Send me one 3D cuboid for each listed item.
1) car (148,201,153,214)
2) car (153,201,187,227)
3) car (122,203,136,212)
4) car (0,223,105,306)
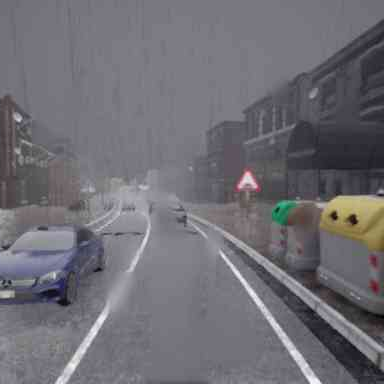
[{"bbox_3d":[-4.310,1.824,40.612,2.128,1.511,4.902,0,-2,-11],"label":"car"},{"bbox_3d":[-1.441,1.526,23.114,2.128,1.511,4.902,0,0,-7],"label":"car"},{"bbox_3d":[-9.687,2.323,51.137,1.994,1.385,4.181,0,-2,-11],"label":"car"},{"bbox_3d":[-3.383,1.546,8.187,1.812,1.442,4.674,0,0,-3],"label":"car"}]
